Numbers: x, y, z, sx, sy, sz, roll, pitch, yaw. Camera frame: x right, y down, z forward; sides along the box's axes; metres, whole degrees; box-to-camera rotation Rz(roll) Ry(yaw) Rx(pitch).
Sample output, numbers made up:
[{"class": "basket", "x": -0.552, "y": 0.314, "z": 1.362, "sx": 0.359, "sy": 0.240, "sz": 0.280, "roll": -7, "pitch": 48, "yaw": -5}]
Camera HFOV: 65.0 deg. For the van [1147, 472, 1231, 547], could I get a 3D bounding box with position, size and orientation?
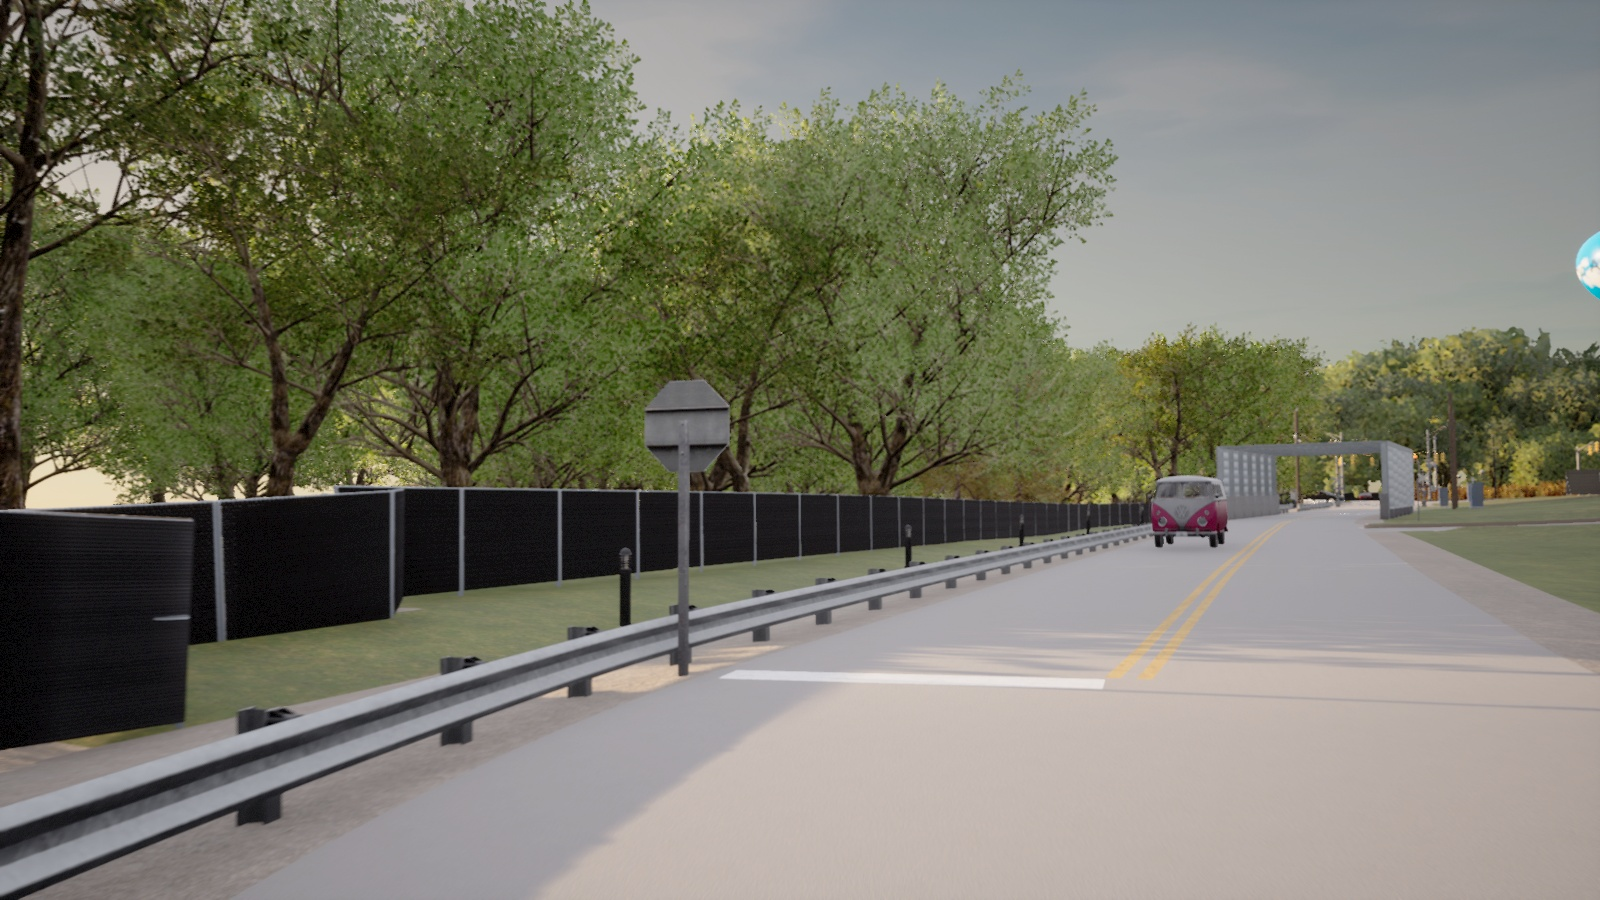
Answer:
[{"class": "van", "x": 11.155, "y": 1.675, "z": 35.839, "sx": 1.775, "sy": 1.987, "sz": 4.442, "roll": -2, "pitch": -2, "yaw": 23}]
